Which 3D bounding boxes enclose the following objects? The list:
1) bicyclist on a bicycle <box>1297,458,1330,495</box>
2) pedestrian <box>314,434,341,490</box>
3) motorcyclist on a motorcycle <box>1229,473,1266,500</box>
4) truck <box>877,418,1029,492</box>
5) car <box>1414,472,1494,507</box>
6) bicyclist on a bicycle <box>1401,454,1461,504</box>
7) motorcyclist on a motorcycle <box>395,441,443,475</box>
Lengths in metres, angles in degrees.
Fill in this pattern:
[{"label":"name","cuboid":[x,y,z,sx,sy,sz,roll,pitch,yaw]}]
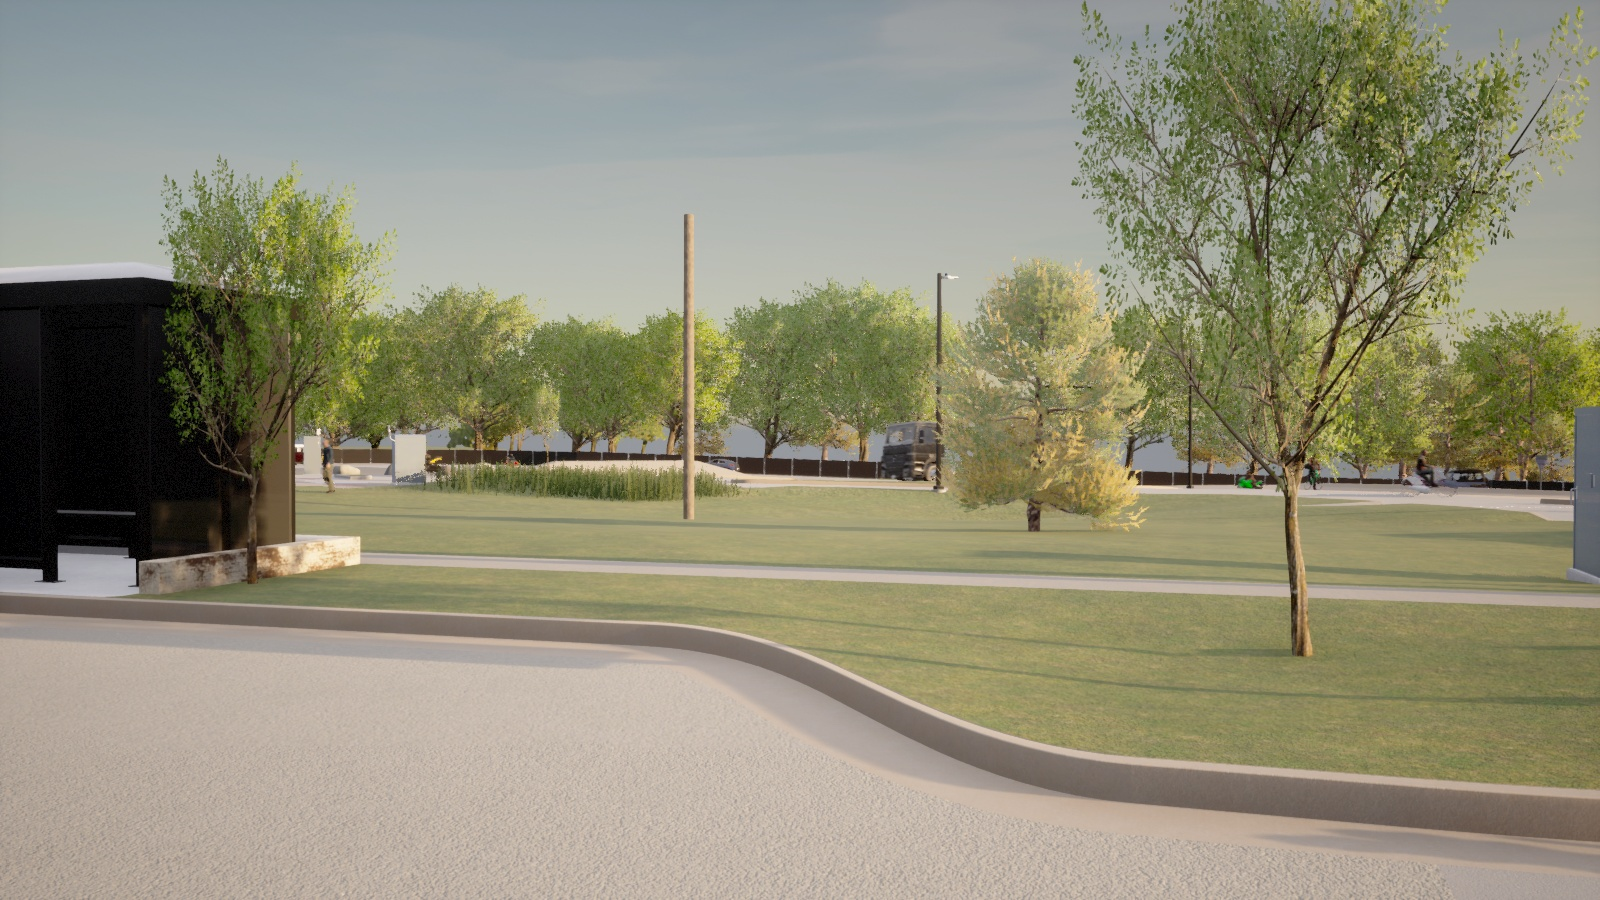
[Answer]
[{"label":"bicyclist on a bicycle","cuboid":[22.547,1.151,55.151,0.582,1.620,1.656,1,0,-5]},{"label":"pedestrian","cuboid":[-15.811,0.402,42.000,0.402,1.842,0.726,1,1,43]},{"label":"motorcyclist on a motorcycle","cuboid":[27.847,2.267,78.111,2.044,1.523,0.797,5,-1,-23]},{"label":"truck","cuboid":[8.282,0.374,67.573,7.936,3.462,2.891,4,-4,-30]},{"label":"car","cuboid":[39.294,2.381,75.549,3.866,1.878,1.905,1,-5,9]},{"label":"bicyclist on a bicycle","cuboid":[23.047,1.042,45.904,1.843,1.776,0.659,1,0,36]},{"label":"motorcyclist on a motorcycle","cuboid":[-17.485,0.368,57.628,2.044,1.523,0.797,1,1,-22]}]
